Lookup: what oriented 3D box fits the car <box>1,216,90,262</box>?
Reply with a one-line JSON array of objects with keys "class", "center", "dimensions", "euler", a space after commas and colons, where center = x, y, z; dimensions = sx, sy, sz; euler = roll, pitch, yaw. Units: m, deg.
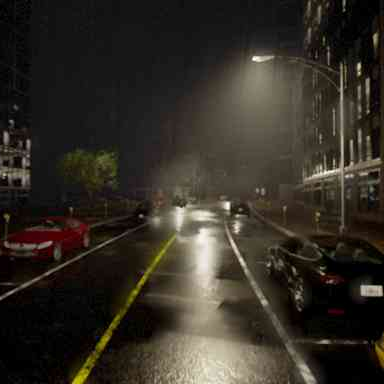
[{"class": "car", "center": [-5.024, 1.565, 12.052], "dimensions": [1.802, 1.307, 4.206], "euler": [1, 0, 2]}]

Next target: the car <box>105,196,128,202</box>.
[{"class": "car", "center": [-16.551, 1.605, 75.081], "dimensions": [4.403, 1.369, 2.008], "euler": [0, -1, 19]}]

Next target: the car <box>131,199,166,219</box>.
[{"class": "car", "center": [-3.863, 1.538, 28.848], "dimensions": [1.947, 1.339, 4.313], "euler": [1, 0, 5]}]

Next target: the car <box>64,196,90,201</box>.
[{"class": "car", "center": [-27.133, 1.679, 78.701], "dimensions": [4.403, 1.369, 2.008], "euler": [0, -1, 19]}]

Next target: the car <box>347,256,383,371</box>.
[{"class": "car", "center": [2.729, 1.524, 1.528], "dimensions": [1.752, 1.417, 4.829], "euler": [1, 0, 1]}]

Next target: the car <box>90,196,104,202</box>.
[{"class": "car", "center": [-24.756, 1.794, 86.216], "dimensions": [4.829, 1.417, 1.752], "euler": [0, -1, 19]}]

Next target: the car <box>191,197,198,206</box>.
[{"class": "car", "center": [-0.062, 1.520, 55.845], "dimensions": [2.008, 1.369, 4.403], "euler": [1, 0, 10]}]

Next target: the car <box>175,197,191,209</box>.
[{"class": "car", "center": [-1.852, 1.518, 45.178], "dimensions": [2.008, 1.369, 4.403], "euler": [1, 0, 8]}]

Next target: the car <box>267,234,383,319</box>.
[{"class": "car", "center": [2.829, 1.555, 7.204], "dimensions": [1.947, 1.339, 4.313], "euler": [1, 0, 2]}]

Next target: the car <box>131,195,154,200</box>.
[{"class": "car", "center": [-11.260, 1.584, 73.271], "dimensions": [4.313, 1.339, 1.947], "euler": [0, -1, 19]}]

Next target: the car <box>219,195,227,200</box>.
[{"class": "car", "center": [8.765, 1.545, 92.024], "dimensions": [1.752, 1.417, 4.829], "euler": [1, 0, 17]}]

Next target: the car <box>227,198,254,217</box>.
[{"class": "car", "center": [4.338, 1.527, 30.275], "dimensions": [1.947, 1.339, 4.313], "euler": [1, 0, 6]}]

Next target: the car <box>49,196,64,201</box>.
[{"class": "car", "center": [-32.423, 1.605, 80.513], "dimensions": [4.097, 1.590, 1.967], "euler": [0, -1, 19]}]

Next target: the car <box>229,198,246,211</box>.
[{"class": "car", "center": [5.717, 1.497, 41.521], "dimensions": [1.887, 1.381, 4.507], "euler": [1, 0, 8]}]

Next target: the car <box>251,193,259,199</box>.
[{"class": "car", "center": [17.887, 1.302, 93.704], "dimensions": [2.192, 1.841, 5.009], "euler": [1, 0, 18]}]

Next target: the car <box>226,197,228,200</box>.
[{"class": "car", "center": [4.981, 1.397, 35.926], "dimensions": [1.967, 1.590, 4.097], "euler": [1, 0, 7]}]

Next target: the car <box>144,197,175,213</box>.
[{"class": "car", "center": [-3.304, 1.496, 34.147], "dimensions": [1.752, 1.417, 4.829], "euler": [1, 0, 6]}]

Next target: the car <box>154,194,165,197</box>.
[{"class": "car", "center": [-8.716, 1.472, 80.732], "dimensions": [5.009, 1.841, 2.192], "euler": [0, -1, 19]}]
